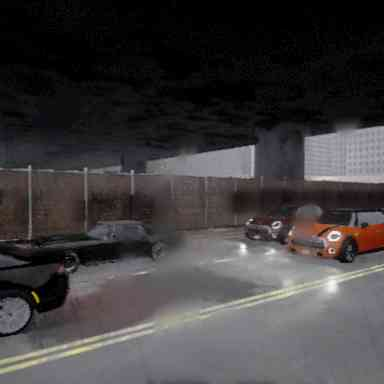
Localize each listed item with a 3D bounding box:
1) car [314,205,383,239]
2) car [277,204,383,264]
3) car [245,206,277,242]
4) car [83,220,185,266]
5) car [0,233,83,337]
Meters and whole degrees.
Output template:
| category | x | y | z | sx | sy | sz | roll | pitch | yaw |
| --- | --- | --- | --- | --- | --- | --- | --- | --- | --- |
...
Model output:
| category | x | y | z | sx | sy | sz | roll | pitch | yaw |
| --- | --- | --- | --- | --- | --- | --- | --- | --- | --- |
| car | 9.235 | 1.617 | 19.022 | 4.718 | 1.301 | 1.895 | -4 | 2 | -35 |
| car | 5.572 | 1.404 | 12.205 | 4.553 | 1.767 | 2.097 | 1 | 0 | -35 |
| car | 4.673 | 1.408 | 15.894 | 4.553 | 1.767 | 2.097 | 0 | 0 | -35 |
| car | -2.643 | 1.616 | 10.700 | 4.718 | 1.301 | 1.895 | 0 | 0 | -35 |
| car | -4.516 | 1.472 | 5.075 | 5.008 | 1.535 | 1.882 | 0 | 0 | -35 |
